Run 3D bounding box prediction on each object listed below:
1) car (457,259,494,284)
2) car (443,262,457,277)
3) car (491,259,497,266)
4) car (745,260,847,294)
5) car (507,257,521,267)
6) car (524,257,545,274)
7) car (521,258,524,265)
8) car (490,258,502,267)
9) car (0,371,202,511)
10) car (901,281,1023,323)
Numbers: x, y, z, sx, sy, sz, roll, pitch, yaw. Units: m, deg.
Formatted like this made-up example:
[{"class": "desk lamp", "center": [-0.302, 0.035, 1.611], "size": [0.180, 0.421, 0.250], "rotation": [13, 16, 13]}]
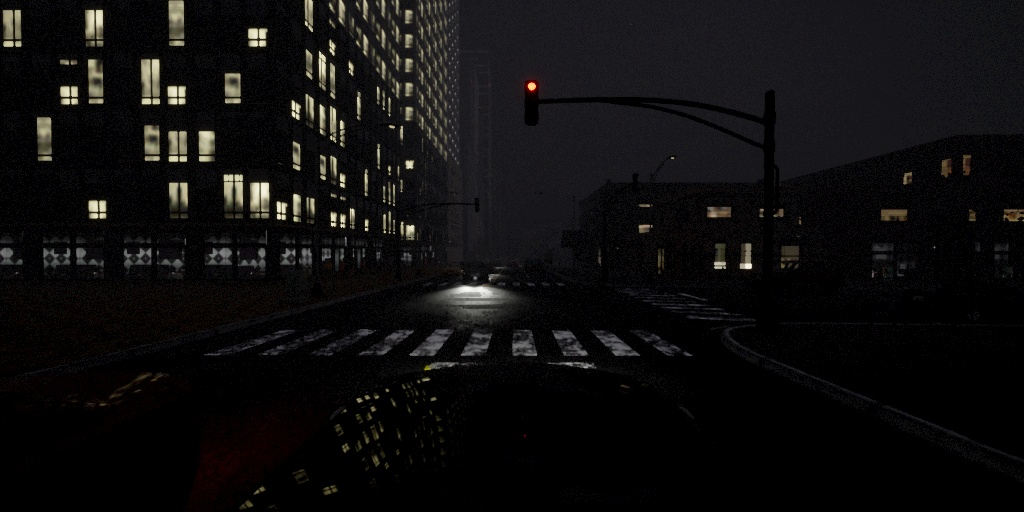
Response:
[{"class": "car", "center": [-2.687, 1.235, 26.619], "size": [2.128, 1.511, 4.902], "rotation": [0, 0, -5]}, {"class": "car", "center": [-5.757, 1.267, 35.590], "size": [1.751, 1.417, 4.829], "rotation": [0, 0, 0]}, {"class": "car", "center": [-3.017, 1.305, 40.171], "size": [1.994, 1.385, 4.181], "rotation": [0, 0, 0]}, {"class": "car", "center": [16.559, 1.166, 21.019], "size": [5.009, 1.841, 2.192], "rotation": [0, 0, 1]}, {"class": "car", "center": [0.133, 1.301, 63.834], "size": [1.994, 1.385, 4.181], "rotation": [0, 0, 0]}, {"class": "car", "center": [2.774, 1.180, 41.331], "size": [1.967, 1.591, 4.097], "rotation": [0, 0, 0]}, {"class": "car", "center": [2.798, 1.053, 52.619], "size": [2.192, 1.841, 5.009], "rotation": [0, 0, 0]}, {"class": "car", "center": [-2.901, 1.301, 64.019], "size": [1.994, 1.385, 4.181], "rotation": [0, 0, 1]}, {"class": "car", "center": [-3.105, 1.228, 0.364], "size": [1.882, 1.535, 5.008], "rotation": [0, 0, 0]}, {"class": "car", "center": [16.434, 1.549, 12.640], "size": [4.313, 1.339, 1.948], "rotation": [0, 0, 1]}]
